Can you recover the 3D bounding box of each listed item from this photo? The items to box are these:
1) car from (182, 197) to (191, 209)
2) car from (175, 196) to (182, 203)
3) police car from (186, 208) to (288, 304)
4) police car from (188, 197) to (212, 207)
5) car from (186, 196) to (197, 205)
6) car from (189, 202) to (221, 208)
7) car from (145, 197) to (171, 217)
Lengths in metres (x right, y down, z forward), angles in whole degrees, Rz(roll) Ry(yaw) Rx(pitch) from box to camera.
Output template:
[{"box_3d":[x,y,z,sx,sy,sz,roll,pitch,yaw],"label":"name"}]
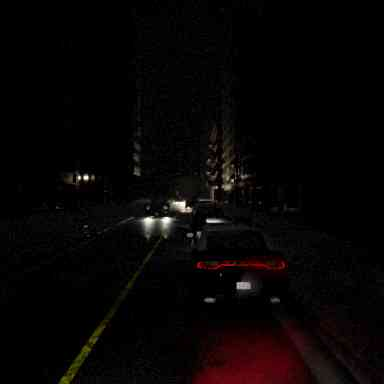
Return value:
[{"box_3d":[-0.003,1.547,46.242,1.837,1.490,4.892,0,0,0],"label":"car"},{"box_3d":[-3.025,1.638,76.840,2.128,1.511,4.902,0,0,0],"label":"car"},{"box_3d":[0.897,1.428,8.372,1.930,1.638,5.238,0,0,0],"label":"police car"},{"box_3d":[0.892,1.439,24.372,1.930,1.638,5.238,0,0,0],"label":"police car"},{"box_3d":[-0.019,1.555,59.844,1.882,1.535,5.008,0,0,0],"label":"car"},{"box_3d":[0.895,1.513,18.262,1.837,1.490,4.892,0,0,0],"label":"car"},{"box_3d":[-3.111,1.374,31.384,2.097,1.767,4.553,0,0,0],"label":"car"}]
